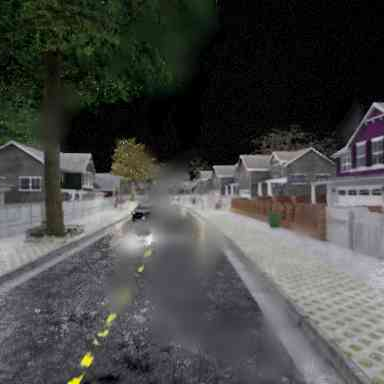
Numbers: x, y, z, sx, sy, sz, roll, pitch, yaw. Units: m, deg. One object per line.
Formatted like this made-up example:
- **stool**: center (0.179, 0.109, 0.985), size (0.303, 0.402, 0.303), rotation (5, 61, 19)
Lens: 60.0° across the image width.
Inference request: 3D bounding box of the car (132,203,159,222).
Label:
- **car**: center (-3.669, 1.597, 26.585), size (1.895, 1.301, 4.718), rotation (0, 0, -3)
